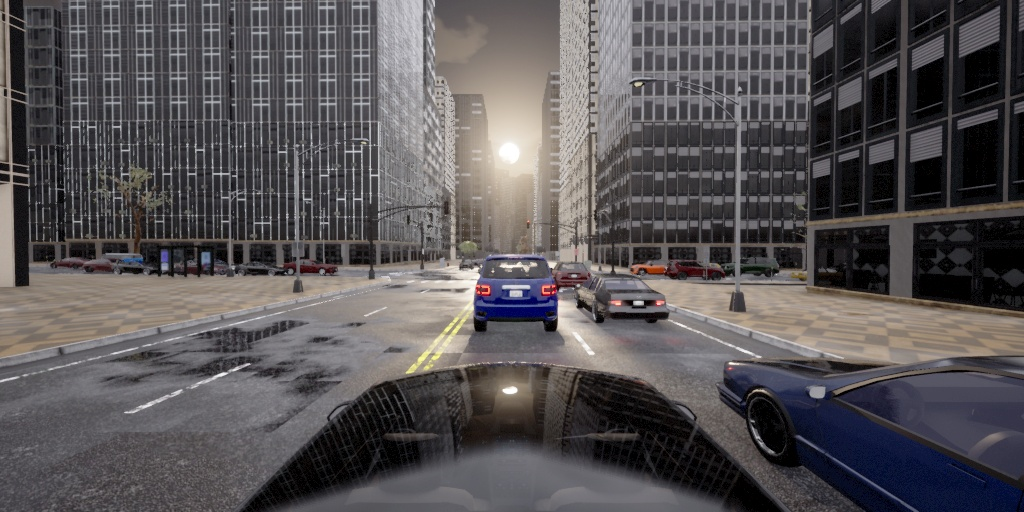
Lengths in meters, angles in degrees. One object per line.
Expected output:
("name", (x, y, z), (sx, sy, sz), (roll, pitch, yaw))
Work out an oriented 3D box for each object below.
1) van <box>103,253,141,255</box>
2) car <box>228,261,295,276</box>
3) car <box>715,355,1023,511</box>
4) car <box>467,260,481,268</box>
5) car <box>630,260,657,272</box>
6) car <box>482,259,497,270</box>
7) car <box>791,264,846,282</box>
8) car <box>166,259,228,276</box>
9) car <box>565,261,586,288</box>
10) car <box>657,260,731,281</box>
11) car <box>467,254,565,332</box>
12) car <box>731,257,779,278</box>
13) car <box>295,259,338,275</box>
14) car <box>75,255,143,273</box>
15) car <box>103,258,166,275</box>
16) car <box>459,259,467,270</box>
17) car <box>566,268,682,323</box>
("van", (-45.288, 0.604, 41.571), (3.998, 1.789, 1.690), (0, 0, 1))
("car", (-22.732, 1.173, 32.604), (4.313, 1.339, 1.948), (0, 0, 1))
("car", (3.350, 1.297, 1.837), (2.033, 1.411, 5.357), (0, 0, 1))
("car", (-6.571, 1.304, 62.784), (1.895, 1.301, 4.718), (0, 0, 0))
("car", (14.808, 1.200, 37.849), (4.553, 1.767, 2.097), (0, 1, 0))
("car", (-3.336, 1.191, 53.372), (1.882, 1.535, 5.008), (0, 0, 0))
("car", (27.641, 1.578, 31.878), (4.829, 1.417, 1.751), (0, 0, 1))
("car", (-28.416, 1.137, 32.737), (4.207, 1.307, 1.802), (0, 0, 1))
("car", (3.349, 1.092, 21.424), (2.097, 1.767, 4.553), (0, 0, 0))
("car", (16.193, 1.268, 32.075), (5.009, 1.841, 2.192), (0, 0, 1))
("car", (0.097, 0.967, 11.014), (2.150, 2.045, 5.566), (0, 0, 0))
("car", (24.888, 1.158, 37.700), (5.566, 2.045, 2.150), (1, 1, 1))
("car", (-19.766, 1.068, 35.252), (5.008, 1.535, 1.882), (1, 1, 0))
("car", (-39.794, 0.934, 35.665), (4.674, 1.442, 1.812), (1, 1, 2))
("car", (-34.097, 1.068, 32.911), (4.313, 1.339, 1.948), (0, 0, 1))
("car", (-6.602, 1.220, 52.481), (1.837, 1.490, 4.892), (0, 0, -1))
("car", (3.350, 1.293, 12.017), (2.033, 1.411, 5.357), (0, 0, 0))
